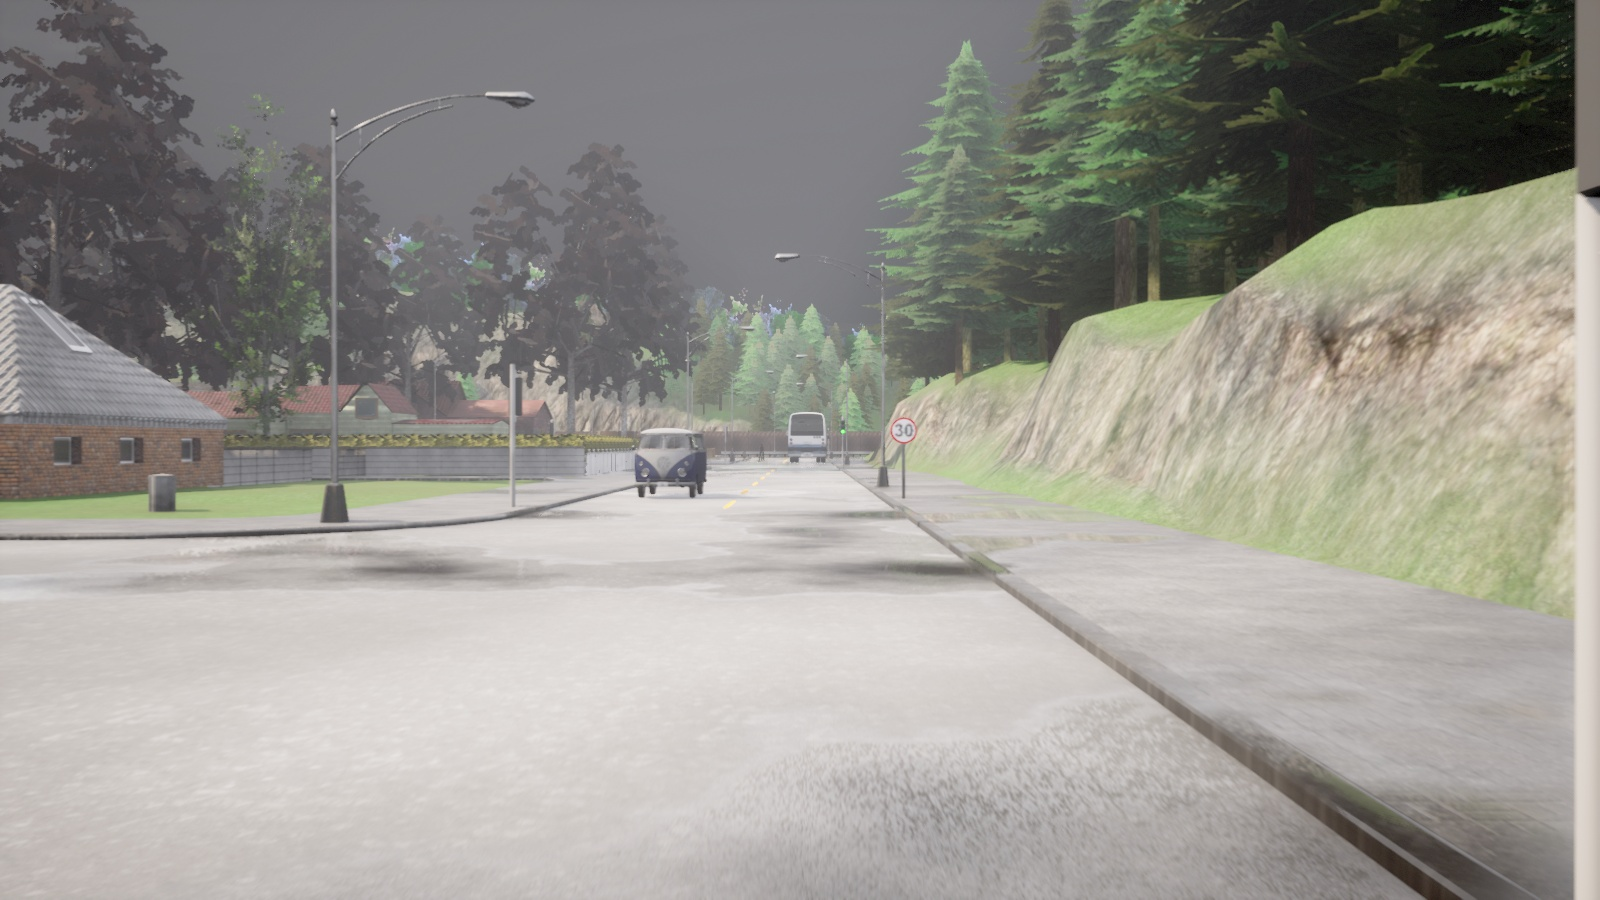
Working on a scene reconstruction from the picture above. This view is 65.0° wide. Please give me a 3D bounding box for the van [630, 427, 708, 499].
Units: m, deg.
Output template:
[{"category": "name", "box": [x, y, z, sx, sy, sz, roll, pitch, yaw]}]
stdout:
[{"category": "van", "box": [-3.773, 0.357, 36.835, 1.775, 1.987, 4.442, 0, 0, 0]}]
